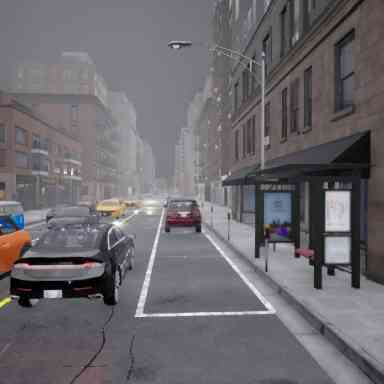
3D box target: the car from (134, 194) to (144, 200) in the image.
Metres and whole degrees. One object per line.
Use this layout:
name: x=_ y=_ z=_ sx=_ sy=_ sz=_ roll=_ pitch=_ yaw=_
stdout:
car: x=-13.271 y=1.256 z=83.459 sx=2.008 sy=1.369 sz=4.403 roll=0 pitch=0 yaw=-4

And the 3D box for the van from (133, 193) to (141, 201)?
van: x=-12.887 y=1.064 z=78.066 sx=1.690 sy=1.788 sz=3.998 roll=0 pitch=0 yaw=-4

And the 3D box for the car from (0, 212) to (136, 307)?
car: x=-2.478 y=1.469 z=7.932 sx=2.128 sy=1.511 sz=4.902 roll=0 pitch=0 yaw=-4

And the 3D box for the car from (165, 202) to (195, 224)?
car: x=-0.969 y=1.482 z=24.719 sx=2.008 sy=1.369 sz=4.403 roll=0 pitch=0 yaw=-4

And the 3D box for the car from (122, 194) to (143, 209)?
car: x=-7.726 y=1.364 z=42.847 sx=1.882 sy=1.535 sz=5.008 roll=0 pitch=0 yaw=-4

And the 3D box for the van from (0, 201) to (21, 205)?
van: x=-8.286 y=1.281 z=13.354 sx=1.690 sy=1.788 sz=3.998 roll=0 pitch=0 yaw=-4

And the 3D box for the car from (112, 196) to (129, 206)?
car: x=-10.970 y=1.365 z=51.103 sx=2.008 sy=1.369 sz=4.403 roll=0 pitch=0 yaw=-4

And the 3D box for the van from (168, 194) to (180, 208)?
van: x=-2.528 y=1.200 z=46.287 sx=1.690 sy=1.788 sz=3.998 roll=0 pitch=0 yaw=-4

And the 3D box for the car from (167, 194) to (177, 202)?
car: x=-4.087 y=1.227 z=67.855 sx=1.967 sy=1.590 sz=4.097 roll=0 pitch=0 yaw=-4

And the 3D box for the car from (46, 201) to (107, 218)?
car: x=-6.014 y=1.441 z=17.437 sx=1.837 sy=1.490 sz=4.892 roll=0 pitch=0 yaw=-4

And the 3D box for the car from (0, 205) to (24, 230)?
car: x=-5.320 y=1.321 z=7.211 sx=2.097 sy=1.767 sz=4.553 roll=0 pitch=0 yaw=-3

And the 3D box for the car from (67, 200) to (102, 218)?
car: x=-9.437 y=1.431 z=29.533 sx=1.887 sy=1.381 sz=4.507 roll=0 pitch=0 yaw=-4

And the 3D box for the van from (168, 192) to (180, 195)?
van: x=-1.748 y=1.237 z=35.502 sx=1.690 sy=1.788 sz=3.998 roll=0 pitch=0 yaw=-4

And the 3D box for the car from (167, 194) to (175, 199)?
car: x=-5.647 y=1.265 z=89.424 sx=2.008 sy=1.369 sz=4.403 roll=0 pitch=0 yaw=-4

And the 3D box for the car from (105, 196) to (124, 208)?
car: x=-10.575 y=1.358 z=45.542 sx=1.752 sy=1.417 sz=4.829 roll=0 pitch=0 yaw=-4

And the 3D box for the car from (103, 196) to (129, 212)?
car: x=-6.716 y=1.380 z=27.434 sx=1.882 sy=1.535 sz=5.008 roll=0 pitch=0 yaw=-4

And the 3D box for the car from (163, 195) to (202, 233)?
car: x=-0.579 y=1.264 z=19.326 sx=2.192 sy=1.841 sz=5.009 roll=0 pitch=0 yaw=-4

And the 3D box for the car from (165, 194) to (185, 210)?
car: x=-2.138 y=1.192 z=40.895 sx=2.192 sy=1.841 sz=5.009 roll=0 pitch=0 yaw=-4
